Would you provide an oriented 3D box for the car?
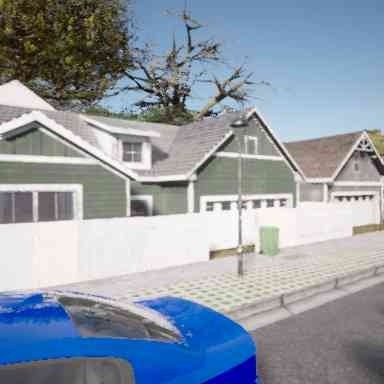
[{"bbox_3d":[-1.778,1.487,1.855,5.008,1.535,1.882,0,0,-36],"label":"car"}]
